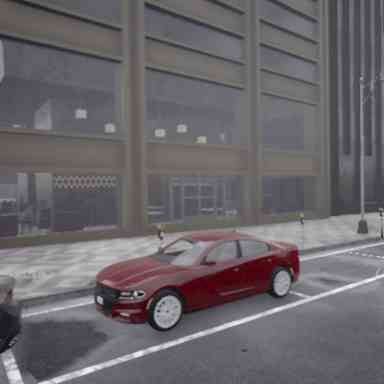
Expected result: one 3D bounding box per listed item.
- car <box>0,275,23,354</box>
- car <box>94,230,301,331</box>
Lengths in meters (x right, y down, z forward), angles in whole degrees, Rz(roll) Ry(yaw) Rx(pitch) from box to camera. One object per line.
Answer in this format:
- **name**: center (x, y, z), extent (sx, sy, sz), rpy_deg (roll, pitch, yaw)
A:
- **car**: center (-4.259, 1.563, 3.504), extent (4.403, 1.369, 2.008), rpy_deg (-1, 0, -36)
- **car**: center (0.318, 1.514, 6.773), extent (4.507, 1.381, 1.887), rpy_deg (-1, 0, -36)
